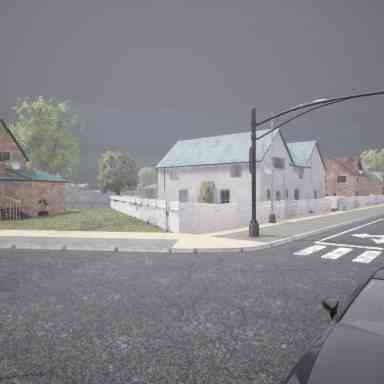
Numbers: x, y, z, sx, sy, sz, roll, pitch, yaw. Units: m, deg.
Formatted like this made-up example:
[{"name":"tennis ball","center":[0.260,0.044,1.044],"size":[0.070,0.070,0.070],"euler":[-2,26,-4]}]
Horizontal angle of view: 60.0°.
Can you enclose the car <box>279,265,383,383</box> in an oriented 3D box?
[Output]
[{"name":"car","center":[2.506,1.524,3.367],"size":[1.812,1.442,4.674],"euler":[0,0,41]}]
